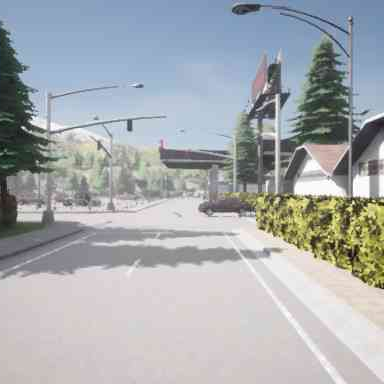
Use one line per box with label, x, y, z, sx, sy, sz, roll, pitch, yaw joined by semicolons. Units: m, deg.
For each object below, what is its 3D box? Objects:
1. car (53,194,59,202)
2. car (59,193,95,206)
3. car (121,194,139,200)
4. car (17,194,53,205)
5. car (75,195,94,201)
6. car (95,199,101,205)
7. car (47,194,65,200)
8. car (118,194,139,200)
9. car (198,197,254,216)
car;-24.025;1.296;64.190;4.514;1.523;2.007;0;0;-1
car;-16.776;1.074;48.490;3.866;1.878;1.905;0;0;-1
car;-16.510;1.338;89.211;4.514;1.523;2.007;0;0;-1
car;-24.663;1.095;51.730;4.605;1.855;1.932;0;0;-1
car;-24.043;1.317;74.183;3.633;1.501;1.845;0;0;-1
car;-16.184;1.358;51.818;3.806;1.475;1.970;0;0;-1
car;-35.105;1.382;86.111;3.806;1.475;1.970;0;0;-1
car;-16.439;1.328;86.075;5.027;1.636;2.152;0;0;-1
car;2.978;1.253;29.428;4.892;1.490;1.837;0;0;0
